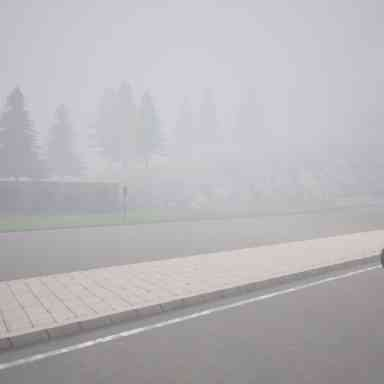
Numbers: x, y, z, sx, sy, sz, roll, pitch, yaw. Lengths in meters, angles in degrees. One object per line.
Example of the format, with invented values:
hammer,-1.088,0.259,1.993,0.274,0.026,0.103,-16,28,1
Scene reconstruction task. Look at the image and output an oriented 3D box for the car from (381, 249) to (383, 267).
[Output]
car,7.008,1.601,8.745,4.718,1.301,1.895,0,0,-36
